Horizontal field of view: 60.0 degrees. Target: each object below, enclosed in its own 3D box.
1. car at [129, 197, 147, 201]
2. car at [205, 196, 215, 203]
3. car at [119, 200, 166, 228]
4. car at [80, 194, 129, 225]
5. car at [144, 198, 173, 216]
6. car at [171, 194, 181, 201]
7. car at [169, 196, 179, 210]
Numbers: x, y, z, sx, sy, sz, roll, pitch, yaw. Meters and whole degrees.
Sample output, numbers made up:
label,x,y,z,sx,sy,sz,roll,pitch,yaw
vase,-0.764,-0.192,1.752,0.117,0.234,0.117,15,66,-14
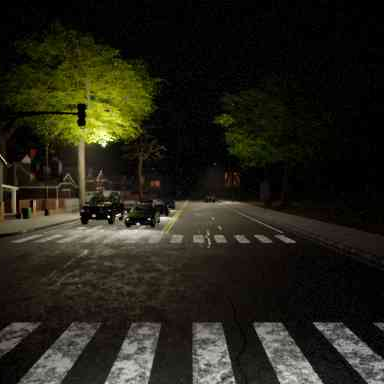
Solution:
label,x,y,z,sx,sy,sz,roll,pitch,yaw
car,-6.410,1.540,34.970,2.033,1.411,5.357,0,0,0
car,3.715,1.506,67.605,1.837,1.490,4.892,0,0,1
car,-3.230,1.541,22.649,2.033,1.411,5.357,0,0,0
car,-6.473,1.214,24.663,2.150,2.045,5.566,0,0,0
car,-3.177,1.556,31.847,1.994,1.385,4.181,0,0,0
car,-2.934,1.089,58.207,1.882,1.535,5.008,0,0,0
car,-3.111,1.541,43.124,2.033,1.411,5.357,0,0,0
